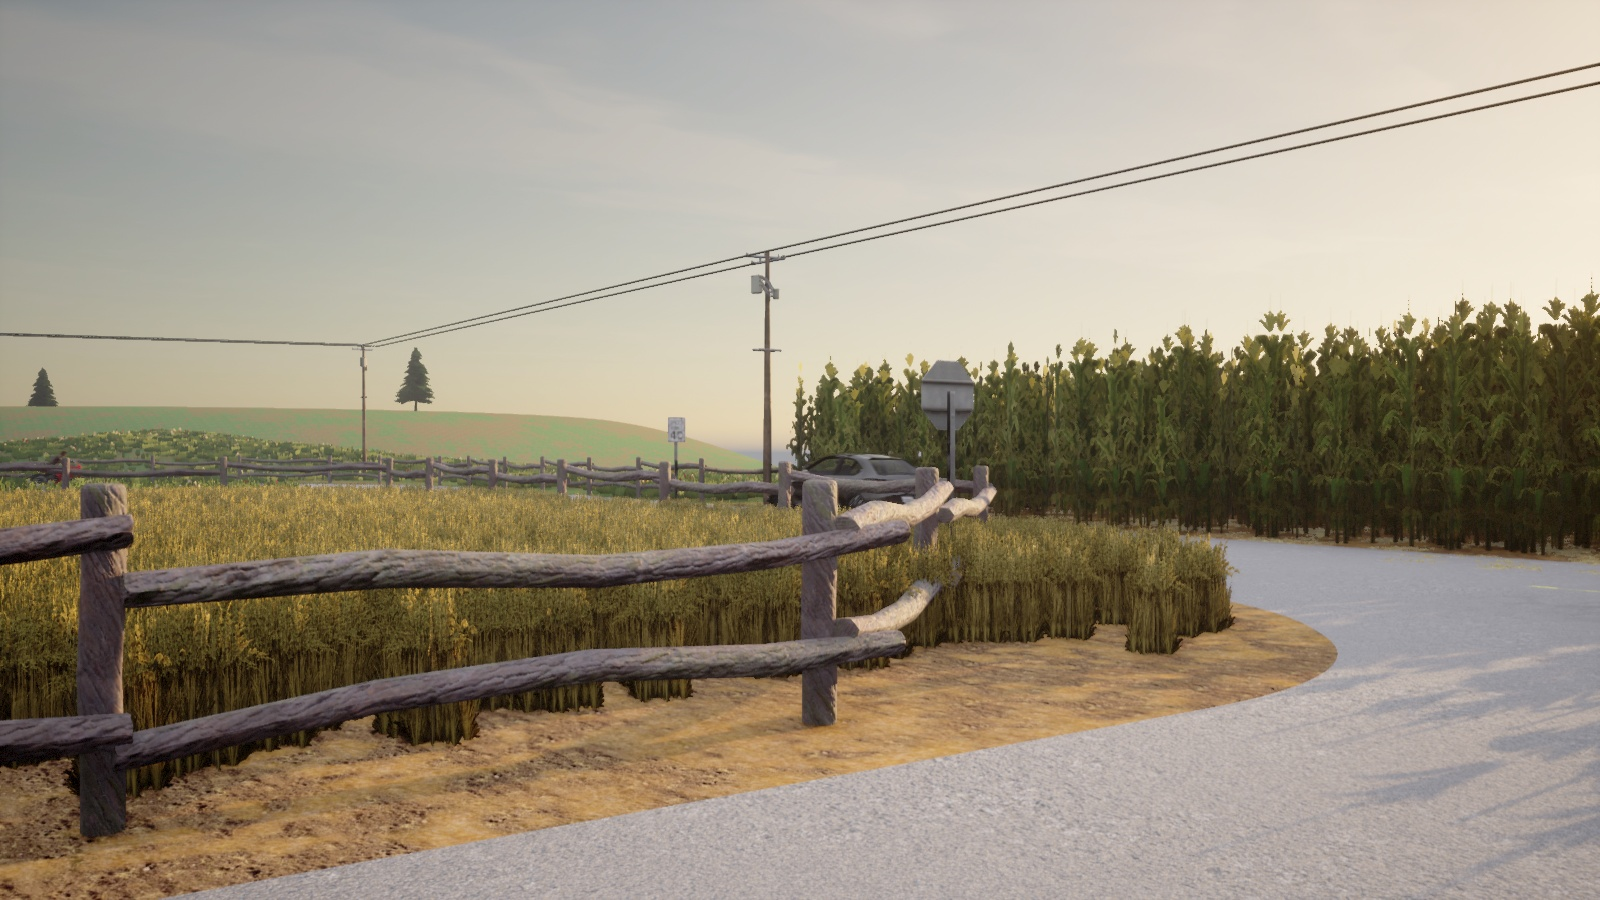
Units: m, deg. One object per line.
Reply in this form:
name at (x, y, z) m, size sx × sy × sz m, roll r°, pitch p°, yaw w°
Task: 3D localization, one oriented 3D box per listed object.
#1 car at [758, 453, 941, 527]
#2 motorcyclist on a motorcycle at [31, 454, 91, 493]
car at (0.987, 0.813, 27.345) m, size 1.816 × 1.474 × 4.193 m, roll 0°, pitch 0°, yaw -35°
motorcyclist on a motorcycle at (-29.263, 0.908, 49.751) m, size 2.044 × 1.523 × 0.797 m, roll 0°, pitch 0°, yaw -29°
